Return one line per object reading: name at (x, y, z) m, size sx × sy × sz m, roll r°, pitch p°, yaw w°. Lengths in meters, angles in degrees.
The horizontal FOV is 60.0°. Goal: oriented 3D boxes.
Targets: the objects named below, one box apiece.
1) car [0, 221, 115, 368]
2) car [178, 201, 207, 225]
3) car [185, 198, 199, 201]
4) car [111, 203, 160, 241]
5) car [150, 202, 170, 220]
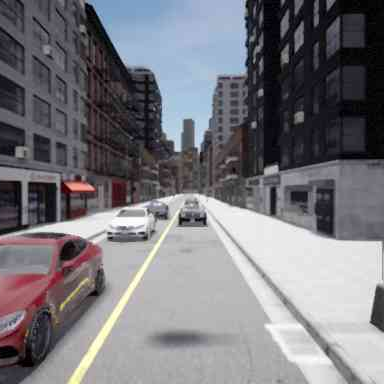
car at (-2.863, 1.504, 5.887) m, size 1.812 × 1.442 × 4.674 m, roll 0°, pitch 0°, yaw 0°
car at (0.036, 1.517, 23.313) m, size 1.895 × 1.301 × 4.718 m, roll 0°, pitch 0°, yaw 0°
car at (-0.026, 1.420, 44.155) m, size 1.994 × 1.385 × 4.181 m, roll 0°, pitch 0°, yaw 0°
car at (-2.884, 1.465, 16.581) m, size 1.812 × 1.442 × 4.674 m, roll 0°, pitch 0°, yaw 0°
car at (-2.829, 1.472, 27.043) m, size 1.994 × 1.385 × 4.181 m, roll 0°, pitch 0°, yaw 0°
